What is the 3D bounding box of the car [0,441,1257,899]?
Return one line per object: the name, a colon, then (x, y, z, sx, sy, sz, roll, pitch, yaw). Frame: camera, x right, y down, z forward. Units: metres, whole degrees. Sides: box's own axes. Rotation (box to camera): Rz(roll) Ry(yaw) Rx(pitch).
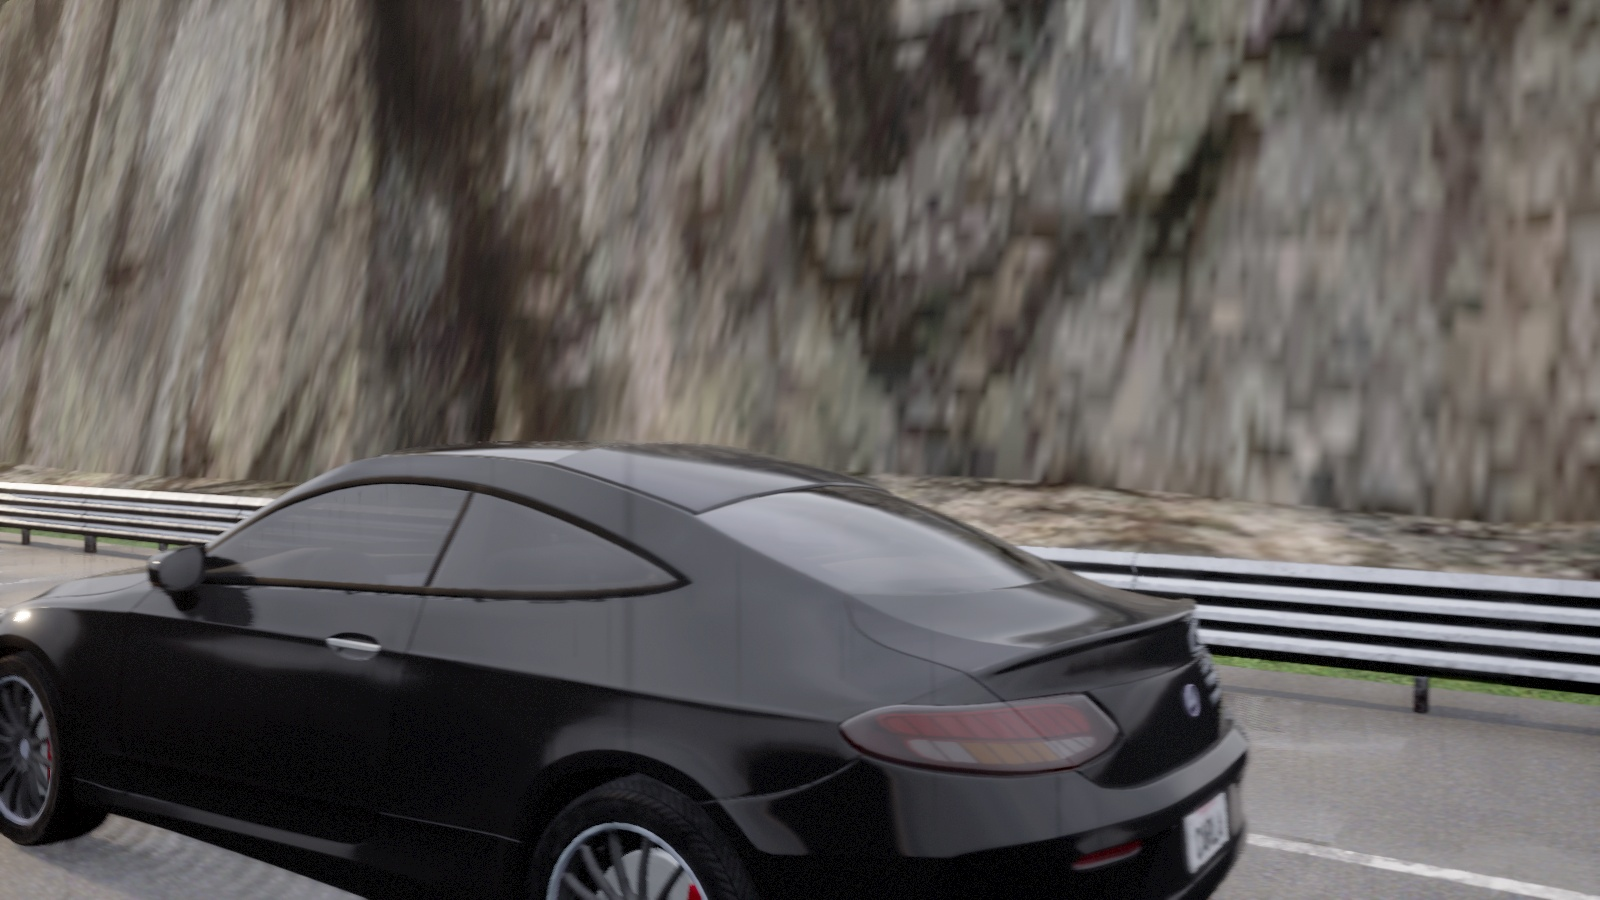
car: (-1.067, 0.708, 4.343, 4.674, 1.442, 1.812, 0, 1, 34)
